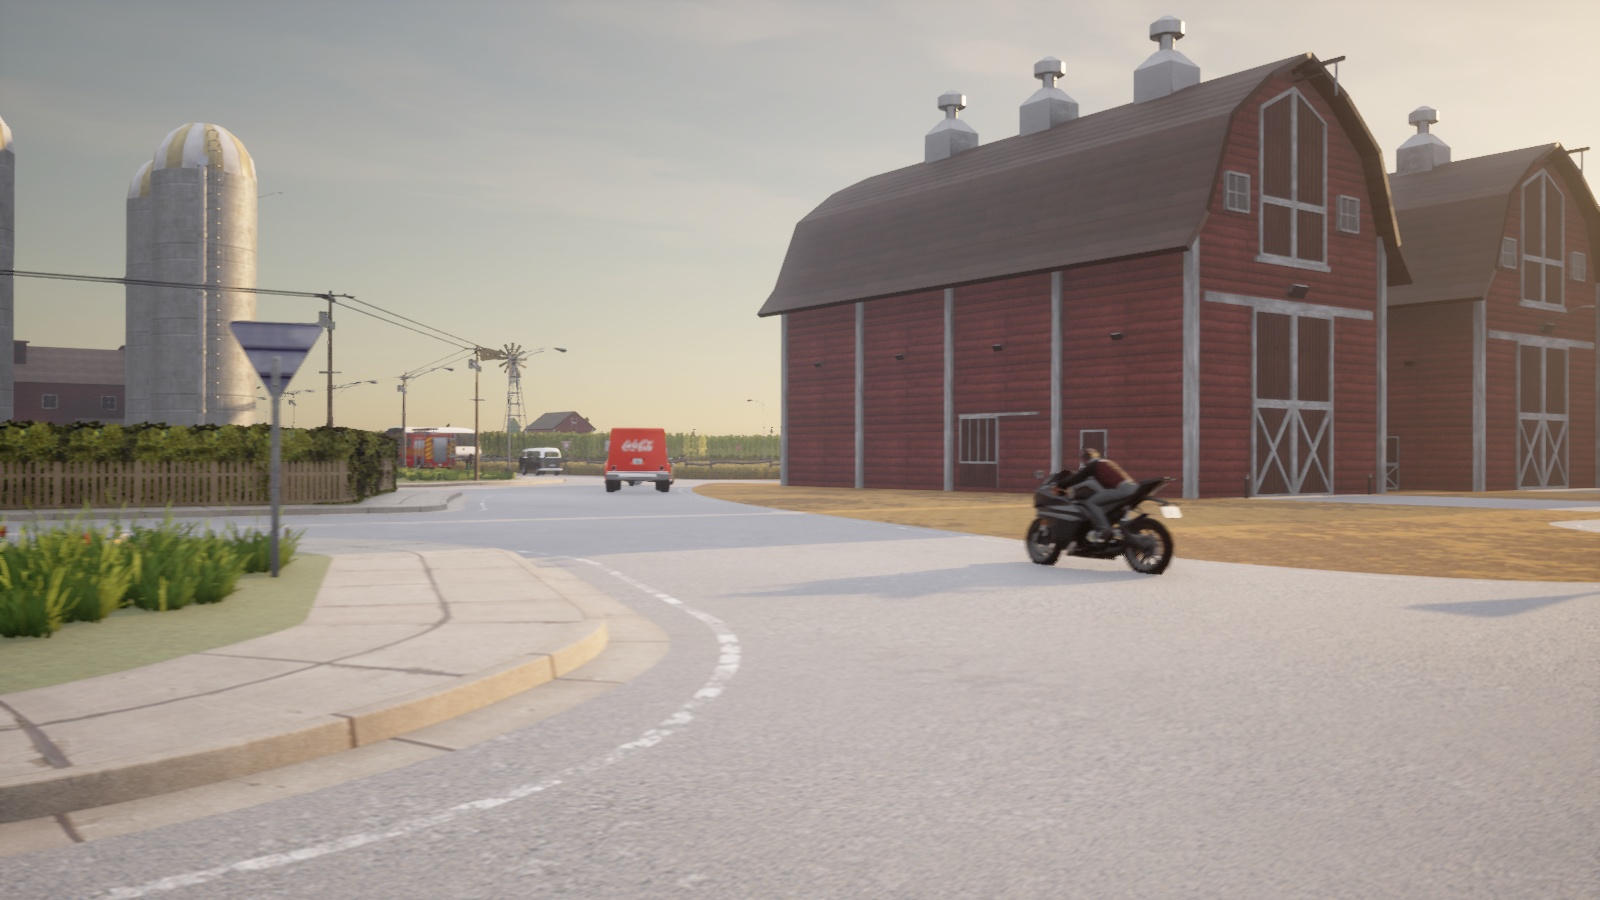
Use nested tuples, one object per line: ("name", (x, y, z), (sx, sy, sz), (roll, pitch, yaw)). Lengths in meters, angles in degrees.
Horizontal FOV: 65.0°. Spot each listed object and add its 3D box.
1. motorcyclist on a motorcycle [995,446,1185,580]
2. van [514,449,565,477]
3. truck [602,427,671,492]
("motorcyclist on a motorcycle", (3.530, 0.739, 15.487), (0.866, 1.530, 2.191), (2, -2, -40))
("van", (-19.229, 0.936, 92.705), (2.069, 2.038, 4.480), (0, 0, -35))
("truck", (-6.580, 0.451, 50.698), (2.627, 2.467, 5.204), (0, -2, -7))
